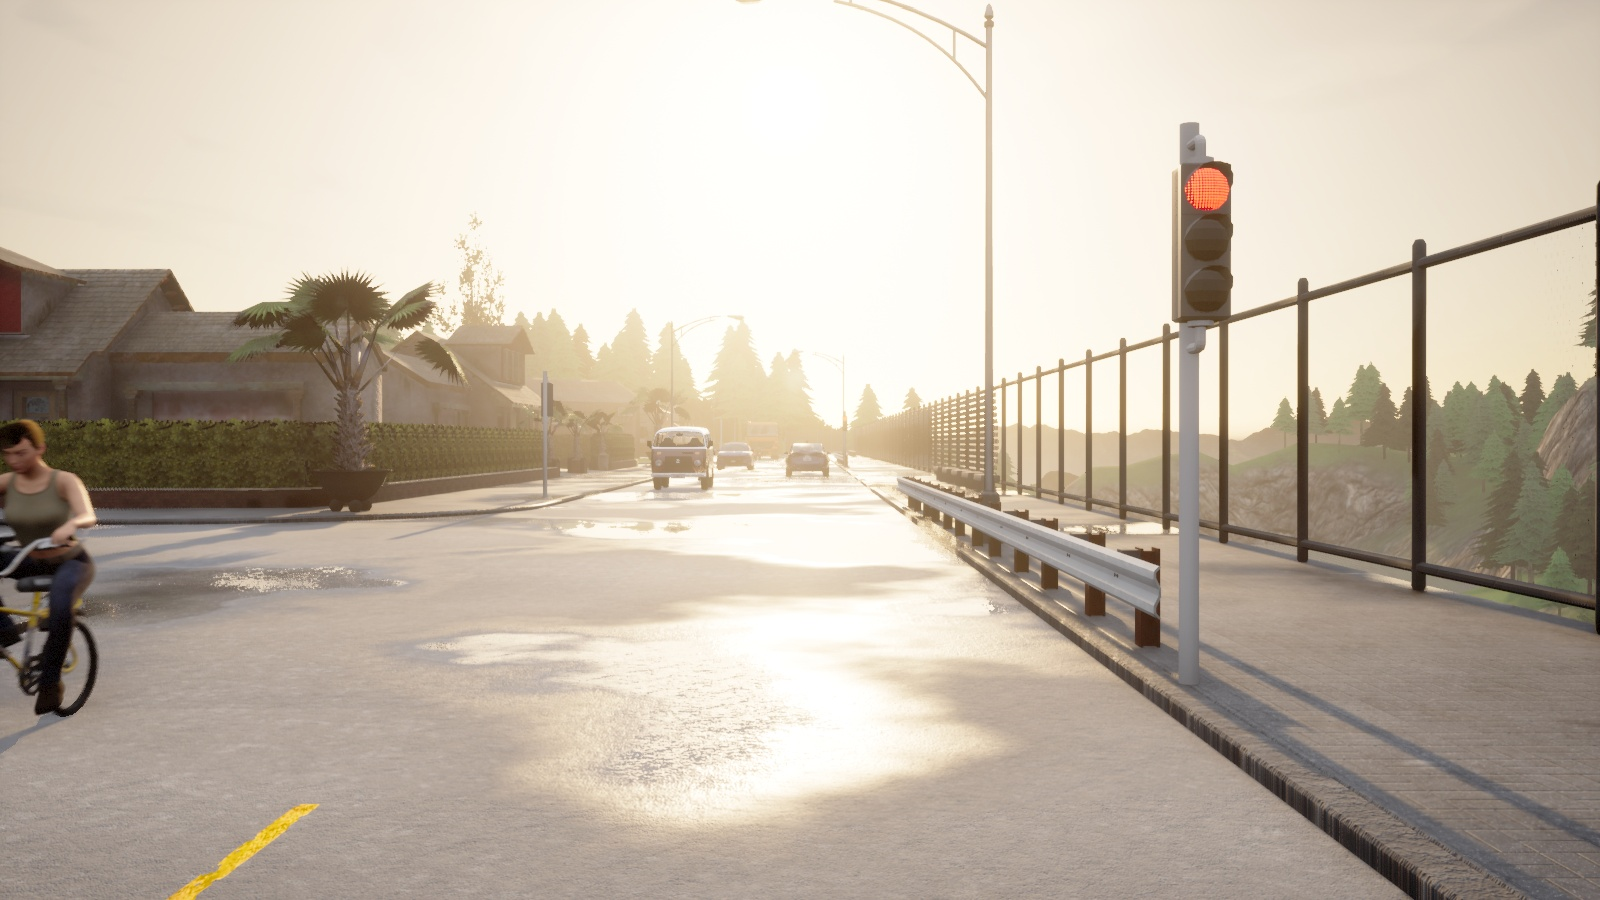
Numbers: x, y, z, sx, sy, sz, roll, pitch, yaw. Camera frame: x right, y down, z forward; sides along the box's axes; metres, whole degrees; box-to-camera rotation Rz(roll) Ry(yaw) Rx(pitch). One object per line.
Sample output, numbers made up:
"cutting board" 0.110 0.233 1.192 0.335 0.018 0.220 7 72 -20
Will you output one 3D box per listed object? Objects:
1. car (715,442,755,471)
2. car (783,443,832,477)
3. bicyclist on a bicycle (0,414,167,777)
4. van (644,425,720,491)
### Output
"car" -3.554 0.329 69.448 1.882 1.535 5.008 0 0 0
"car" 0.337 0.424 57.103 2.163 1.488 4.792 0 0 0
"bicyclist on a bicycle" -3.997 0.644 6.316 0.866 1.612 1.509 0 0 -1
"van" -3.779 0.236 40.949 2.069 2.038 4.480 0 0 0
